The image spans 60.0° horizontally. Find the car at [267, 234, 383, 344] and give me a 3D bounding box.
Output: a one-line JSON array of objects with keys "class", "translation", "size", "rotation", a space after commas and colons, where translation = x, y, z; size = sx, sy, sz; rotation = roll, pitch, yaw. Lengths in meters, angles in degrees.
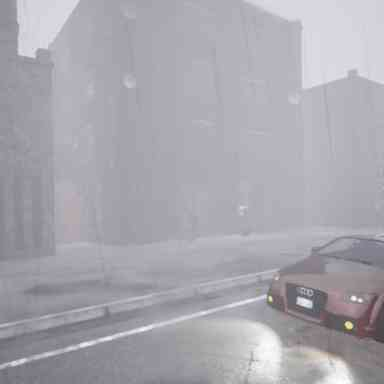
[{"class": "car", "translation": [3.402, 1.562, 6.418], "size": [4.181, 1.385, 1.994], "rotation": [0, 0, -35]}]
